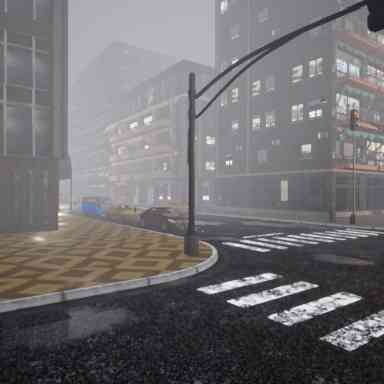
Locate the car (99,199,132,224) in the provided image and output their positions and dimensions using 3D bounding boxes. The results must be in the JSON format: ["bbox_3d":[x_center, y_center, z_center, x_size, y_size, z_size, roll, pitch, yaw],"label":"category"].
[{"bbox_3d":[-4.883,1.459,24.289,1.752,1.417,4.829,0,0,-36],"label":"car"}]

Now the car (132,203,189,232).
[{"bbox_3d":[-1.683,1.526,19.825,1.802,1.307,4.206,0,0,-36],"label":"car"}]

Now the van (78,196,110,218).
[{"bbox_3d":[-8.282,1.265,29.030,1.690,1.788,3.998,0,0,-36],"label":"van"}]

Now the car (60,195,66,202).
[{"bbox_3d":[-27.877,1.360,70.733,1.967,1.590,4.097,0,0,-36],"label":"car"}]

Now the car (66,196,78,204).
[{"bbox_3d":[-21.375,1.447,61.667,1.752,1.417,4.829,0,0,-36],"label":"car"}]

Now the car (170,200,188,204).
[{"bbox_3d":[-1.572,1.488,34.051,1.752,1.417,4.829,0,0,-36],"label":"car"}]
